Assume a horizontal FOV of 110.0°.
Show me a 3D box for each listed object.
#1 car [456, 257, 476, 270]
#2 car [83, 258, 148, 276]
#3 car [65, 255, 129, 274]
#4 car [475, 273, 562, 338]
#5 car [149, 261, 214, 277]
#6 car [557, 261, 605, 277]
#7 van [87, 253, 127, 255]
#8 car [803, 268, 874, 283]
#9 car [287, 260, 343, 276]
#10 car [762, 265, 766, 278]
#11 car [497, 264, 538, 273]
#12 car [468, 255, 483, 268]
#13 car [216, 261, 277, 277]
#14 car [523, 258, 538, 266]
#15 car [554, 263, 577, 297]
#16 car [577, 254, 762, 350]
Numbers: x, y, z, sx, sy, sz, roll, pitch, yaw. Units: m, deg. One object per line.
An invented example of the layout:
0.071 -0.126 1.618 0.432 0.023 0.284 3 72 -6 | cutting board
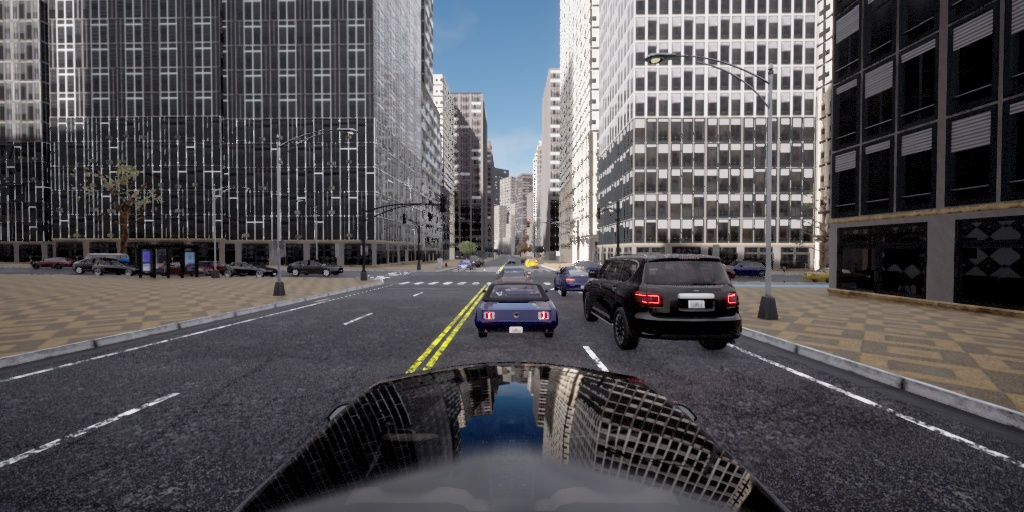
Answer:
-6.641 1.241 51.190 1.812 1.442 4.674 0 0 -2 | car
-34.127 1.069 31.437 4.313 1.339 1.948 0 0 1 | car
-38.791 0.923 34.166 4.892 1.490 1.837 1 1 1 | car
0.093 1.347 10.166 1.895 1.301 4.718 0 0 0 | car
-28.446 1.138 31.270 4.207 1.307 1.802 0 0 1 | car
7.307 1.288 37.775 4.674 1.442 1.812 1 2 23 | car
-45.328 0.605 40.086 3.998 1.789 1.690 0 0 1 | van
27.612 1.579 30.471 4.829 1.417 1.751 0 0 1 | car
-18.471 1.108 33.765 4.892 1.490 1.837 1 1 1 | car
23.091 1.274 36.317 4.553 1.767 2.097 1 1 1 | car
0.084 1.305 18.903 1.994 1.385 4.181 0 0 0 | car
-6.635 0.925 61.153 2.150 2.045 5.566 0 0 0 | car
-22.762 1.174 31.143 4.313 1.339 1.948 0 0 1 | car
3.276 1.182 60.246 1.882 1.535 5.008 0 0 0 | car
3.332 1.267 18.896 1.812 1.442 4.674 0 0 0 | car
3.343 0.968 9.204 2.150 2.045 5.566 0 0 0 | car
